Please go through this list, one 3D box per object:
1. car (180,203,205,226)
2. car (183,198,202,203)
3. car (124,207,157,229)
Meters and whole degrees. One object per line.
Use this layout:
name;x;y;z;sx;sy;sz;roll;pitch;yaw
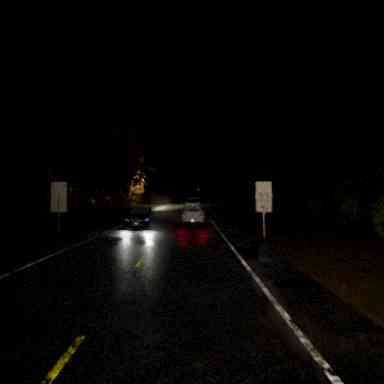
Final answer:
car;0.047;1.822;25.962;1.812;1.442;4.674;0;-1;0
car;0.053;1.738;42.555;2.150;2.045;5.566;0;-1;0
car;-3.603;1.796;23.800;1.812;1.442;4.674;0;-1;0
